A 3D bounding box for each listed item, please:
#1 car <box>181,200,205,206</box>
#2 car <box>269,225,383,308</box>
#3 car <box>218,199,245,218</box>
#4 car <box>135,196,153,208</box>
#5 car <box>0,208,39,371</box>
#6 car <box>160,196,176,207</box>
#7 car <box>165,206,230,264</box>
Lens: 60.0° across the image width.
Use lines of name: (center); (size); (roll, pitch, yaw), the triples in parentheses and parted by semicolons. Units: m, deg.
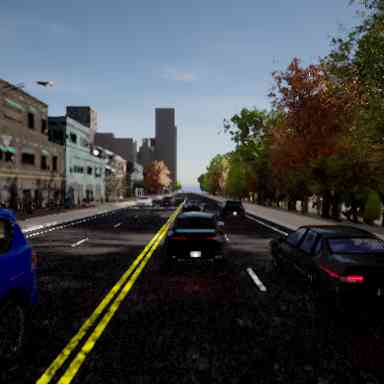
car: (0.101, 1.387, 28.240); (2.128, 1.511, 4.902); (0, 0, 0)
car: (3.350, 1.517, 8.094); (2.033, 1.411, 5.357); (0, 0, 0)
car: (3.351, 1.400, 28.365); (1.837, 1.490, 4.892); (0, 0, 0)
car: (-6.581, 1.357, 45.911); (1.812, 1.442, 4.674); (0, 0, 0)
car: (-3.351, 1.211, 2.723); (2.150, 2.045, 5.566); (0, 0, 0)
car: (-3.330, 1.336, 46.256); (1.837, 1.490, 4.892); (0, 0, 0)
car: (0.101, 1.462, 11.590); (1.837, 1.490, 4.892); (0, 0, 0)
